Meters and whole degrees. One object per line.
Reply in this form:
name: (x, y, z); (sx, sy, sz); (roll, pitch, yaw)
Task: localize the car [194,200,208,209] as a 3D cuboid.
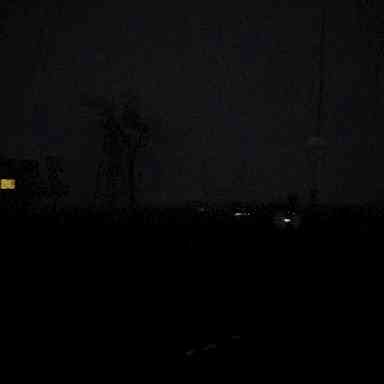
car: (1.548, 2.253, 61.517); (2.128, 1.511, 4.902); (1, -1, -14)

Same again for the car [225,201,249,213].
car: (5.920, 1.984, 44.384); (1.837, 1.490, 4.892); (1, -1, -14)

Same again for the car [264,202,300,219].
car: (8.822, 1.808, 33.177); (1.837, 1.490, 4.892); (1, -1, -15)
